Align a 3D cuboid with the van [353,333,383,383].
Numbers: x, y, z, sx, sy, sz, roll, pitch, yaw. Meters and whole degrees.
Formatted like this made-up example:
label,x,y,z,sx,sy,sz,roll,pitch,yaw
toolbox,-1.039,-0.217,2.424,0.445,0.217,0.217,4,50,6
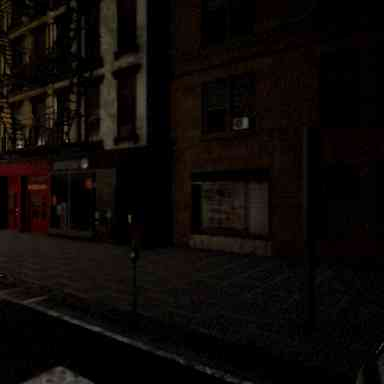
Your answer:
label,x,y,z,sx,sy,sz,roll,pitch,yaw
van,2.586,1.342,0.965,3.998,1.788,1.690,0,0,35
